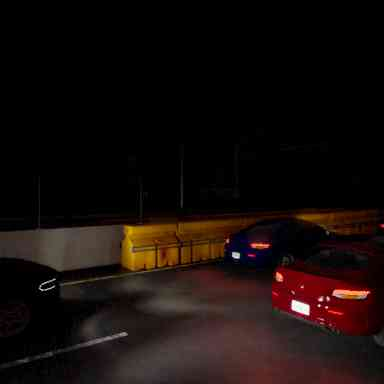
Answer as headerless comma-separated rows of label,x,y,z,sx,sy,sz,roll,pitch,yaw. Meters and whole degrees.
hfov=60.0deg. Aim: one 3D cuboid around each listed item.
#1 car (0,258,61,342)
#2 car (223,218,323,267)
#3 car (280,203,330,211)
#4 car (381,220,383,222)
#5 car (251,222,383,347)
car,-4.560,1.478,4.792,5.008,1.535,1.882,0,0,-35
car,3.052,1.526,10.226,4.674,1.442,1.812,0,0,-35
car,9.531,1.601,28.000,4.718,1.301,1.895,0,0,-36
car,10.853,1.547,15.784,5.357,1.411,2.033,0,0,-36
car,3.451,1.526,6.217,4.674,1.442,1.812,0,0,-36
